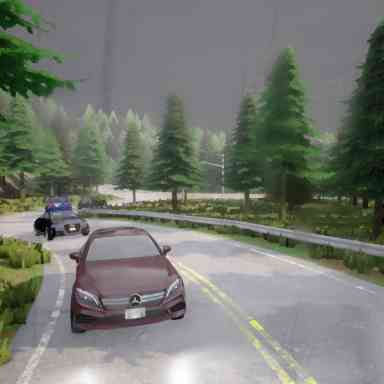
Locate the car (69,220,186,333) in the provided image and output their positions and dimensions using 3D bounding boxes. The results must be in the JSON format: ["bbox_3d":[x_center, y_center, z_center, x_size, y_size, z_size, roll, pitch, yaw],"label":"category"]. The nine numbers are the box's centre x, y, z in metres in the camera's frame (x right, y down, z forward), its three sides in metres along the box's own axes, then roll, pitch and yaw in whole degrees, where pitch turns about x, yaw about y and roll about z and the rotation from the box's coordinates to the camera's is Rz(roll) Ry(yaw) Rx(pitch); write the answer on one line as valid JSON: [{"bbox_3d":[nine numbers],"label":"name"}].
[{"bbox_3d":[-1.521,1.523,7.086,1.812,1.442,4.674,-2,0,-17],"label":"car"}]

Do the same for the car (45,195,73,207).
[{"bbox_3d":[-12.862,1.326,32.234,2.150,2.045,5.566,-1,0,-18],"label":"car"}]

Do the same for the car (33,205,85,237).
[{"bbox_3d":[-7.066,1.664,17.819,1.994,1.385,4.181,-4,2,-38],"label":"car"}]

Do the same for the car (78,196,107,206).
[{"bbox_3d":[-12.718,1.289,42.823,2.097,1.767,4.553,2,2,13],"label":"car"}]
